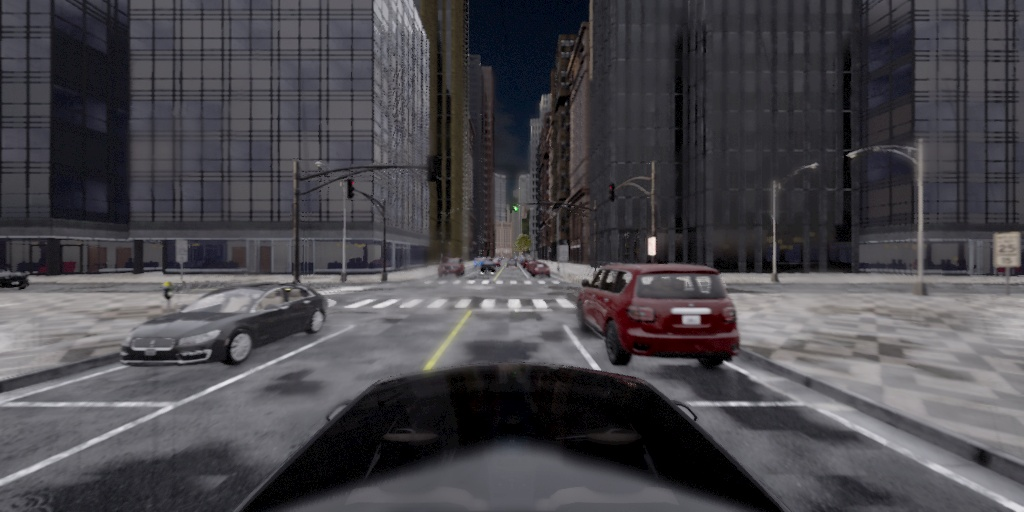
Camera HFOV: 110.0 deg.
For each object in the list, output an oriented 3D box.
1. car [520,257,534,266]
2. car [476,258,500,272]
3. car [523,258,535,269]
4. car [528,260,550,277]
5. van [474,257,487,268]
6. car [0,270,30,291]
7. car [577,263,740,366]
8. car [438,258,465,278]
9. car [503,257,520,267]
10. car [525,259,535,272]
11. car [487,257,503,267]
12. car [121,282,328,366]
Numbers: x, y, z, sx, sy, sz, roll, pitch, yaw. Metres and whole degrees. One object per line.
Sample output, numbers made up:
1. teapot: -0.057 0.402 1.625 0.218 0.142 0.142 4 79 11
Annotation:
1. car: 2.768 1.083 57.243 2.192 1.841 5.009 0 0 0
2. car: -3.068 1.310 46.560 2.033 1.411 5.357 0 0 0
3. car: 2.767 1.307 46.006 1.888 1.381 4.507 0 0 0
4. car: 2.766 1.338 34.769 1.802 1.307 4.207 0 0 0
5. van: -5.757 1.113 62.844 1.690 1.789 3.998 0 0 0
6. car: -29.500 1.193 19.465 5.008 1.535 1.882 0 0 0
7. car: 2.763 1.065 7.916 2.192 1.841 5.009 0 0 0
8. car: -5.759 1.071 34.751 2.192 1.841 5.009 0 0 0
9. car: 0.006 1.265 64.579 2.128 1.511 4.902 0 0 0
10. car: 2.766 1.341 40.388 1.802 1.307 4.207 0 0 0
11. car: -3.009 1.251 64.003 1.882 1.535 5.008 0 0 0
12. car: -5.762 1.300 7.897 2.007 1.370 4.403 0 0 0
